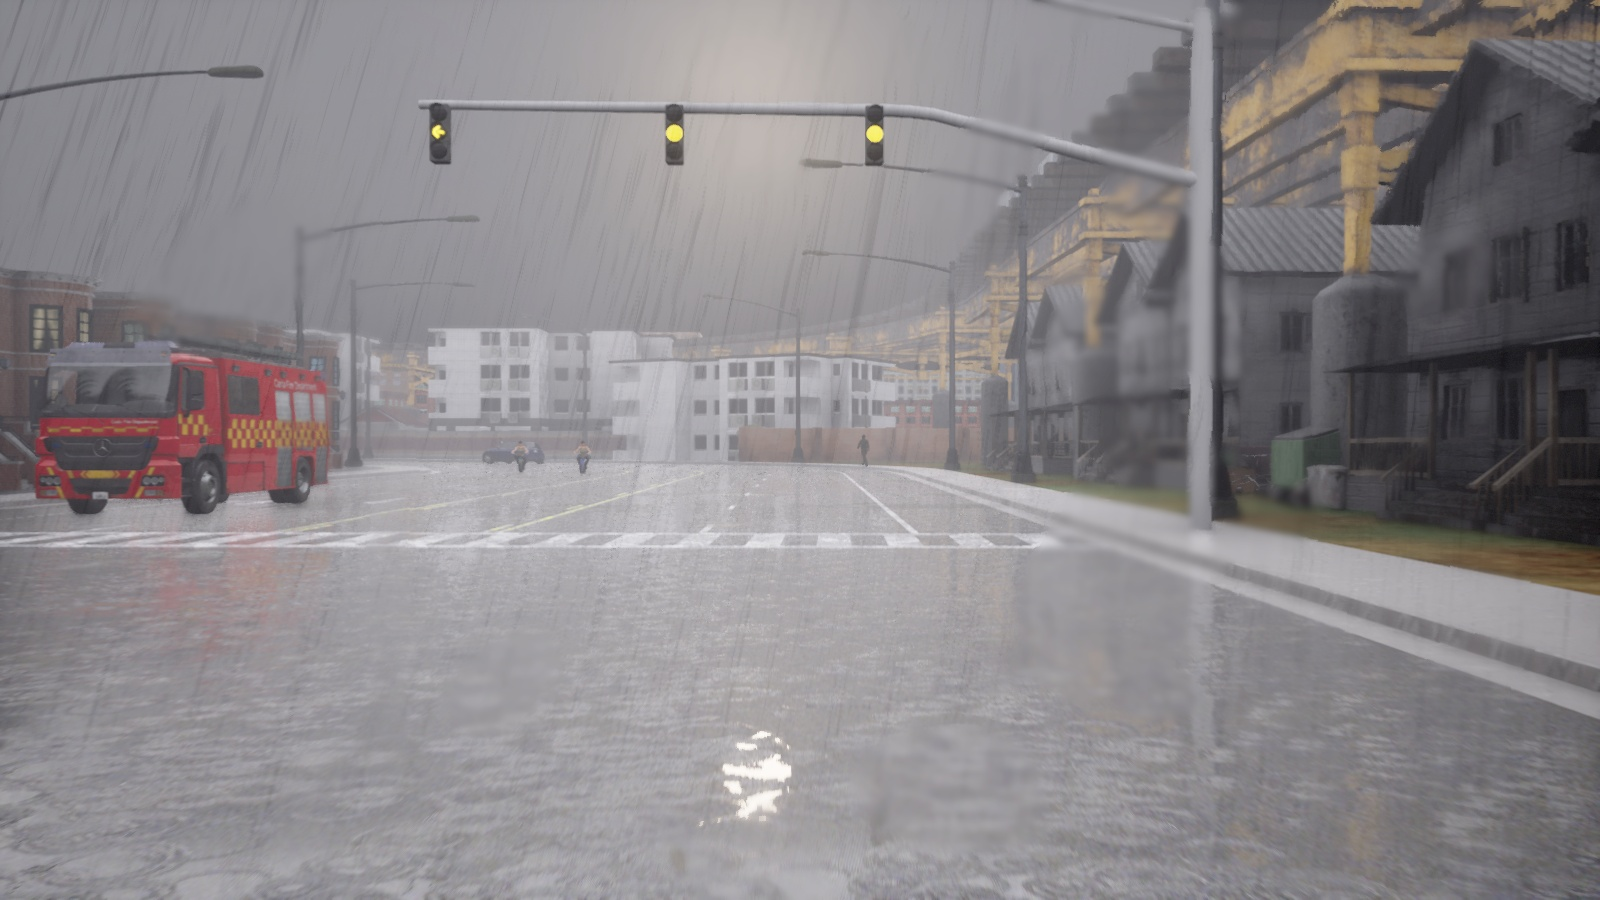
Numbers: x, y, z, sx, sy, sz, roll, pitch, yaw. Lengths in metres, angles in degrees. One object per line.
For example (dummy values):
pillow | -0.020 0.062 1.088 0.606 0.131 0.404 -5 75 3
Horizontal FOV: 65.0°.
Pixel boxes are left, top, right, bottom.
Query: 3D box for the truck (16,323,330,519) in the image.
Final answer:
truck | -13.816 -0.591 28.733 2.891 3.827 8.468 0 0 0

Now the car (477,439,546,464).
car | -20.356 0.089 88.598 4.553 1.767 2.097 0 0 31

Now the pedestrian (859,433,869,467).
pedestrian | 3.602 0.005 70.799 0.395 1.930 0.692 0 0 -17
